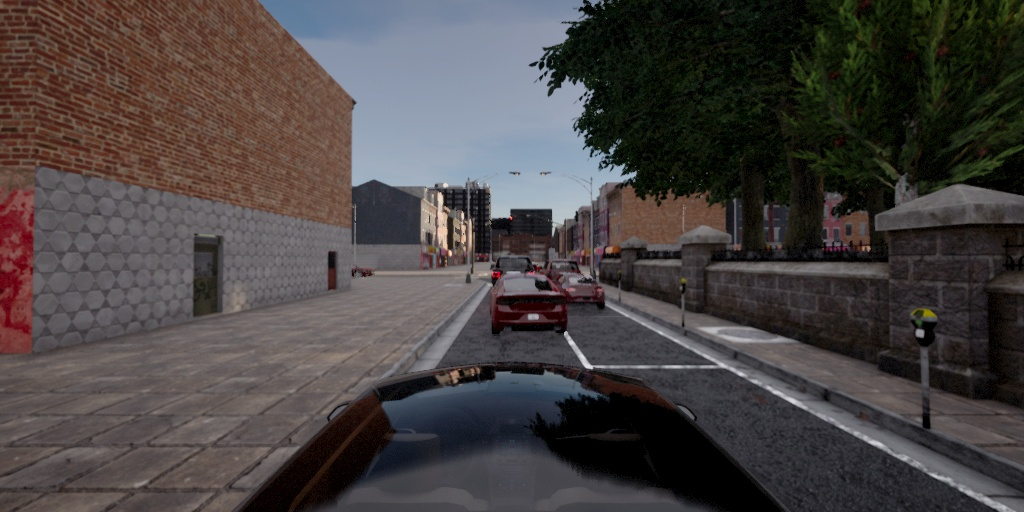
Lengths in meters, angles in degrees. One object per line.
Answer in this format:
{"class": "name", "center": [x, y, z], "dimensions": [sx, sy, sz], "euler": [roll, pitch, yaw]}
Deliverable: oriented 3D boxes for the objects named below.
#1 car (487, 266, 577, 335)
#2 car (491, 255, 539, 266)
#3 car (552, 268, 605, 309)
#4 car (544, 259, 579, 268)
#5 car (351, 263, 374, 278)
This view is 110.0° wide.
{"class": "car", "center": [0.297, 1.237, 10.618], "dimensions": [1.882, 1.535, 5.008], "euler": [0, 0, -4]}
{"class": "car", "center": [0.086, 0.994, 18.492], "dimensions": [2.150, 2.045, 5.566], "euler": [0, 0, 0]}
{"class": "car", "center": [2.641, 1.348, 14.738], "dimensions": [1.802, 1.307, 4.207], "euler": [0, 0, 0]}
{"class": "car", "center": [2.641, 1.090, 20.187], "dimensions": [2.192, 1.841, 5.009], "euler": [0, 0, 0]}
{"class": "car", "center": [-14.829, 1.239, 31.752], "dimensions": [5.008, 1.535, 1.882], "euler": [0, -1, 0]}
